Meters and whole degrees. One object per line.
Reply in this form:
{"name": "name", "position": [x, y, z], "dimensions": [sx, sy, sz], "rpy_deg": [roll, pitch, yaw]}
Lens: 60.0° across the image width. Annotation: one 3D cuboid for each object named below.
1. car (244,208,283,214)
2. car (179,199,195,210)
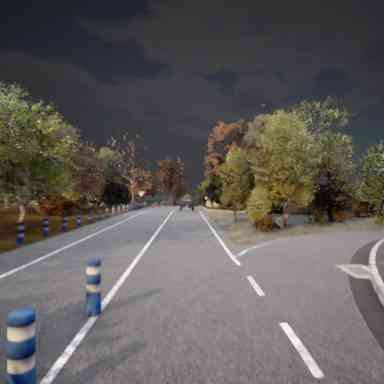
{"name": "car", "position": [7.834, 1.422, 35.397], "dimensions": [4.553, 1.767, 2.097], "rpy_deg": [0, -5, 45]}
{"name": "car", "position": [-0.685, 1.708, 45.514], "dimensions": [1.837, 1.490, 4.892], "rpy_deg": [1, -2, -1]}
